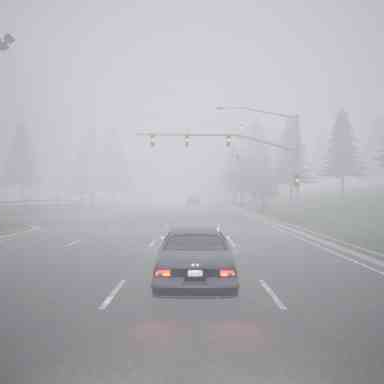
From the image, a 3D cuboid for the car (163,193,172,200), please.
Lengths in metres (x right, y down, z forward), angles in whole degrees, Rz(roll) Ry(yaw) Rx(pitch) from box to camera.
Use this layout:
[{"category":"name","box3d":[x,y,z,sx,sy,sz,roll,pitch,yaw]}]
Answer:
[{"category":"car","box3d":[-6.865,1.225,94.207,2.150,2.045,5.566,0,0,0]}]

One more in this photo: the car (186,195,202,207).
[{"category":"car","box3d":[0.073,1.352,52.691,2.097,1.767,4.553,0,0,0]}]

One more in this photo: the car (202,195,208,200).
[{"category":"car","box3d":[3.635,1.500,94.162,1.837,1.490,4.892,0,0,0]}]

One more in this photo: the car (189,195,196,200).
[{"category":"car","box3d":[0.135,1.540,94.167,2.033,1.411,5.357,0,0,0]}]

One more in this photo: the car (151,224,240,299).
[{"category":"car","box3d":[0.078,1.547,8.652,2.033,1.411,5.357,0,0,1]}]

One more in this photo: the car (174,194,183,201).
[{"category":"car","box3d":[-3.380,1.517,83.755,1.812,1.442,4.674,0,0,0]}]

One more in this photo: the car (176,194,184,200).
[{"category":"car","box3d":[-3.365,1.358,93.759,2.128,1.511,4.902,0,0,0]}]
